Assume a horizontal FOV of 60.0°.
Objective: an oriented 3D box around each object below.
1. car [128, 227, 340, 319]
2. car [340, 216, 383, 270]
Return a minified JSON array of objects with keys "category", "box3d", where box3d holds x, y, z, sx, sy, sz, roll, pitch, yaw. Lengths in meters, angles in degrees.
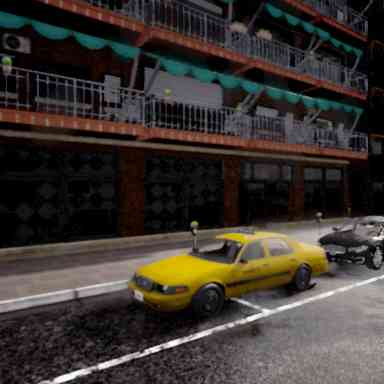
[{"category":"car","box3d":[1.023,1.497,7.289,4.829,1.417,1.752,0,0,-36]},{"category":"car","box3d":[5.773,1.489,10.677,4.403,1.369,2.008,0,0,-36]}]
